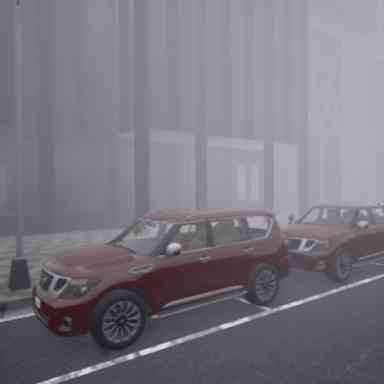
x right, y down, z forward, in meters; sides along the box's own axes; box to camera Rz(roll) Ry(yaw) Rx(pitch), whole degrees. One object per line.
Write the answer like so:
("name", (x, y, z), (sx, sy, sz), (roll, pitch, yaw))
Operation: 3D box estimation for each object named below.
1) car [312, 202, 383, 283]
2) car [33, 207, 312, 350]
("car", (4.368, 1.231, 9.642), (5.009, 1.841, 2.192), (-1, 0, -35))
("car", (-0.225, 1.284, 6.369), (5.009, 1.841, 2.192), (-1, 0, -35))
